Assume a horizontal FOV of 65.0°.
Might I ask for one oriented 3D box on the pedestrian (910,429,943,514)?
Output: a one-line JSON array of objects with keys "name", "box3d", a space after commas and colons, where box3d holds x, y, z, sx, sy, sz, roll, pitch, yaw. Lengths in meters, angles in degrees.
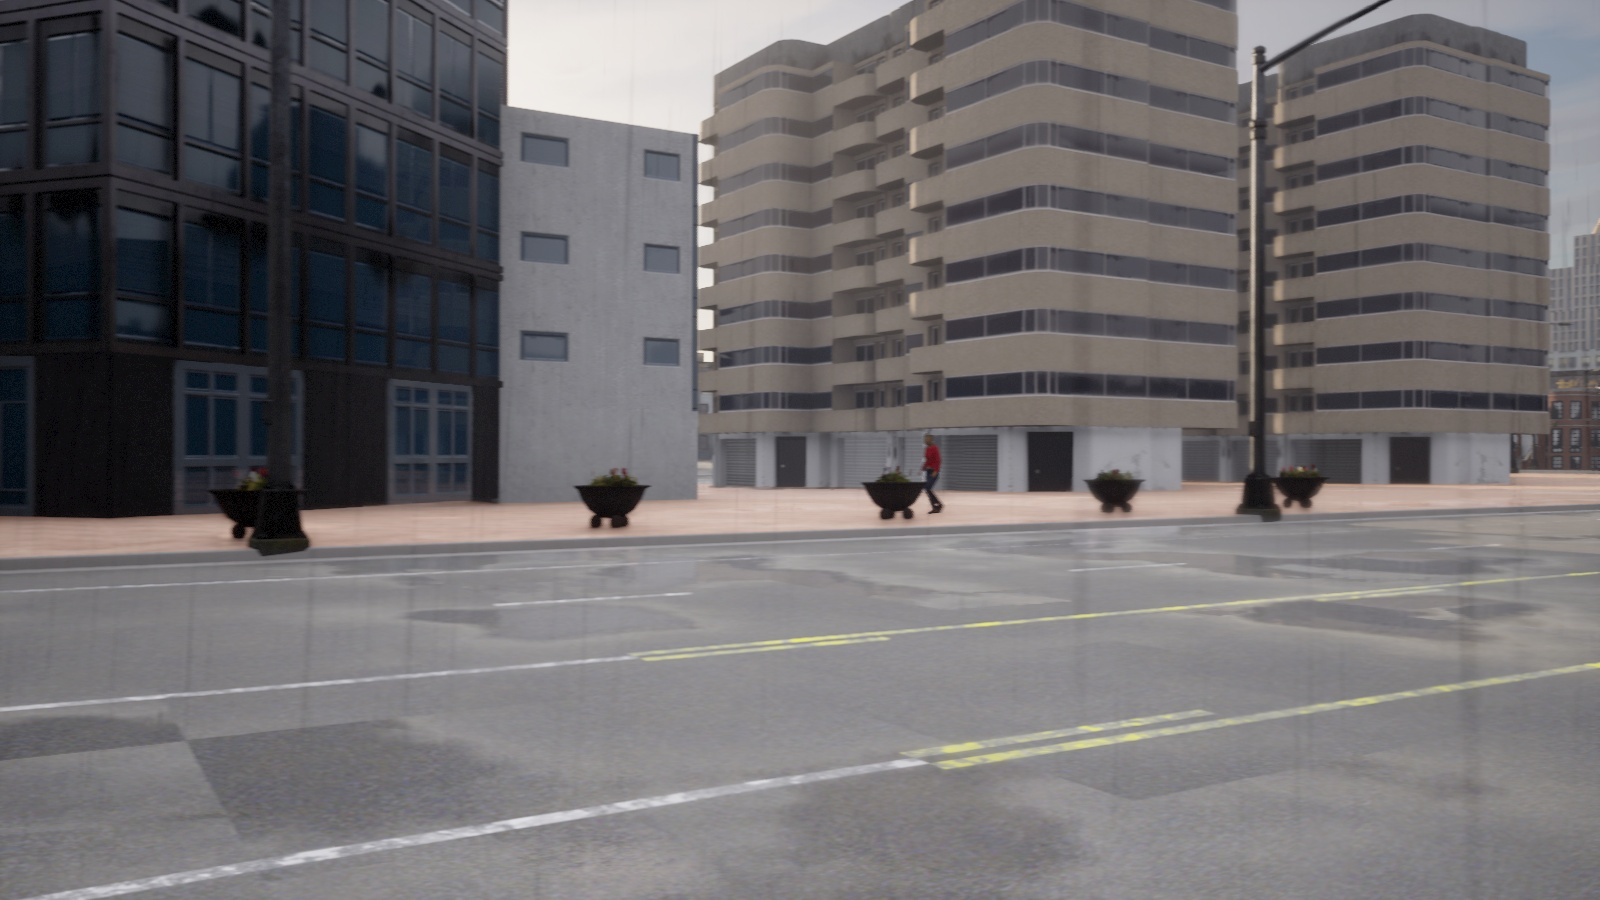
[{"name": "pedestrian", "box3d": [2.778, 0.471, 27.612, 0.636, 1.846, 0.331, 0, 0, -28]}]
